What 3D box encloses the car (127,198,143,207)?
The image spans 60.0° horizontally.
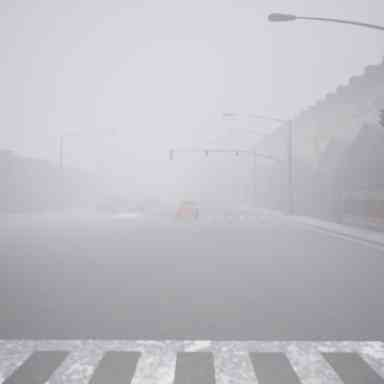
[{"bbox_3d":[-10.602,1.930,62.397,2.128,1.511,4.902,0,0,0],"label":"car"}]

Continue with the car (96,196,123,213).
[{"bbox_3d":[-10.600,1.523,42.869,2.150,2.045,5.566,0,0,2],"label":"car"}]

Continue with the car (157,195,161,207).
[{"bbox_3d":[-7.105,1.662,62.640,2.150,2.045,5.566,0,0,0],"label":"car"}]

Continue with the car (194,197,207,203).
[{"bbox_3d":[2.149,1.973,83.142,1.812,1.442,4.674,0,0,-17],"label":"car"}]

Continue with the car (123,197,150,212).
[{"bbox_3d":[-7.113,1.795,43.116,2.128,1.511,4.902,0,0,0],"label":"car"}]

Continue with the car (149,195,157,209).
[{"bbox_3d":[-7.118,1.718,52.062,2.097,1.767,4.553,0,0,0],"label":"car"}]

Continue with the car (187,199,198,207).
[{"bbox_3d":[0.050,2.036,61.942,1.895,1.301,4.718,0,0,0],"label":"car"}]

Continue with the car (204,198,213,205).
[{"bbox_3d":[3.407,2.064,73.524,1.994,1.385,4.181,0,0,-3],"label":"car"}]

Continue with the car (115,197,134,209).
[{"bbox_3d":[-10.612,1.721,52.398,2.097,1.767,4.553,0,0,0],"label":"car"}]

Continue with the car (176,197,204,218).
[{"bbox_3d":[-0.291,1.588,33.558,2.097,1.767,4.553,0,0,5],"label":"car"}]

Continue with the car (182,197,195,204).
[{"bbox_3d":[-0.994,2.071,81.293,1.837,1.490,4.892,0,0,-17],"label":"car"}]
